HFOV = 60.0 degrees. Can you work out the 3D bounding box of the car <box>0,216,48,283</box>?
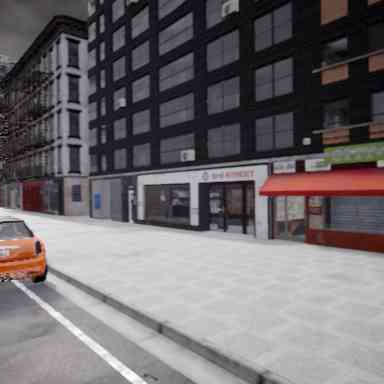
[{"bbox_3d":[-5.638,1.432,9.106,2.097,1.767,4.553,-1,0,-40],"label":"car"}]
